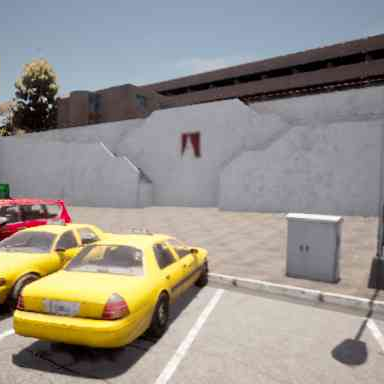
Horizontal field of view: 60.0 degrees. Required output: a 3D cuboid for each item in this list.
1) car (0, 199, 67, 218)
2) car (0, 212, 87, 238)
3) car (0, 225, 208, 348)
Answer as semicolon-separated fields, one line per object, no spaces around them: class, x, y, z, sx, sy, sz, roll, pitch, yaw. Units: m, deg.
car;-5.902;1.243;9.978;2.435;2.045;5.566;0;-1;15
car;-3.506;1.483;8.081;1.946;1.575;5.366;0;-1;16
car;-0.970;1.486;6.700;1.946;1.575;5.366;0;-1;15
